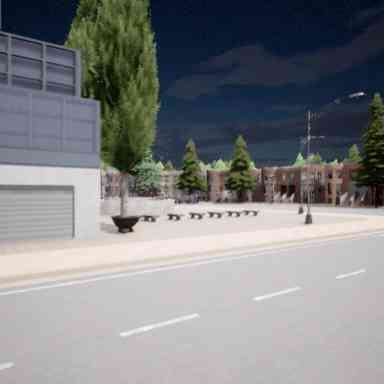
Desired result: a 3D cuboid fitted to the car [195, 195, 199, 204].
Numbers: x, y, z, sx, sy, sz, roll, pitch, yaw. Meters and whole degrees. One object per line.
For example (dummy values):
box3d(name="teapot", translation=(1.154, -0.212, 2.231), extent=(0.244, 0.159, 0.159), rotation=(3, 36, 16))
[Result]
box3d(name="car", translation=(-1.027, 1.373, 64.300), extent=(4.553, 1.767, 2.097), rotation=(0, 0, 24))

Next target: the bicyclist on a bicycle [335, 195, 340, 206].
box3d(name="bicyclist on a bicycle", translation=(22.220, 1.332, 50.810), extent=(1.656, 1.620, 0.582), rotation=(0, 0, -37))

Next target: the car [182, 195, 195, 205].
box3d(name="car", translation=(-2.574, 1.524, 61.179), extent=(4.892, 1.490, 1.837), rotation=(0, 0, 24))

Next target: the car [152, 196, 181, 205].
box3d(name="car", translation=(-4.815, 1.494, 54.395), extent=(5.008, 1.535, 1.882), rotation=(0, 0, 25))
